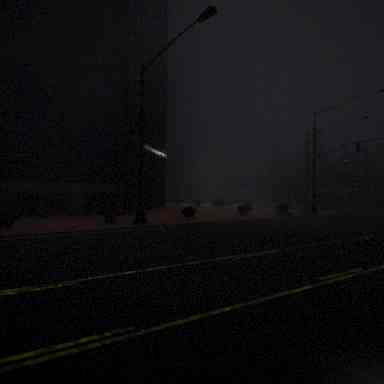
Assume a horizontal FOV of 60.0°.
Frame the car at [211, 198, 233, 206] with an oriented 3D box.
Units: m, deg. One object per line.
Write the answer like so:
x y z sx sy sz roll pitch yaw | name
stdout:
5.120 1.725 56.693 1.994 1.385 4.181 1 -1 -35 | car
